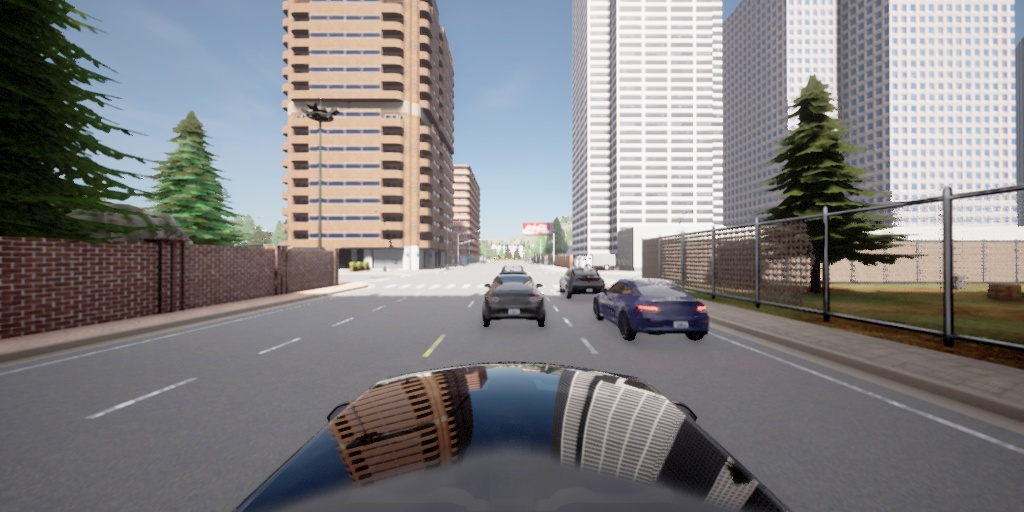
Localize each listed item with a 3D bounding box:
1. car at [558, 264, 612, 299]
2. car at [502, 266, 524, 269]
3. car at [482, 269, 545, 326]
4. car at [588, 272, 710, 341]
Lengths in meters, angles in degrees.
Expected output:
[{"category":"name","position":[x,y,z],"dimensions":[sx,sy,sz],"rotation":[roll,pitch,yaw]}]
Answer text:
[{"category":"car","position":[3.610,1.362,18.912],"dimensions":[1.837,1.490,4.892],"rotation":[0,0,1]},{"category":"car","position":[0.061,1.376,23.341],"dimensions":[2.128,1.511,4.902],"rotation":[0,0,0]},{"category":"car","position":[0.054,1.339,11.863],"dimensions":[1.812,1.442,4.674],"rotation":[0,0,0]},{"category":"car","position":[3.593,1.328,9.942],"dimensions":[1.812,1.442,4.674],"rotation":[0,-1,0]}]
